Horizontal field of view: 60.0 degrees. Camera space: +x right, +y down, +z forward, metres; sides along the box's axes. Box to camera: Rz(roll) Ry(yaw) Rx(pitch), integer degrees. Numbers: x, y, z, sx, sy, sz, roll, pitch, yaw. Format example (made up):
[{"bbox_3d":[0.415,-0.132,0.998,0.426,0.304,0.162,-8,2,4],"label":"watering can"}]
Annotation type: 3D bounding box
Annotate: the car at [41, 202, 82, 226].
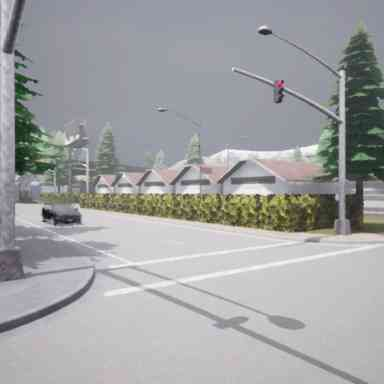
[{"bbox_3d":[-9.440,1.519,23.858,1.882,1.535,5.008,0,2,-36],"label":"car"}]
